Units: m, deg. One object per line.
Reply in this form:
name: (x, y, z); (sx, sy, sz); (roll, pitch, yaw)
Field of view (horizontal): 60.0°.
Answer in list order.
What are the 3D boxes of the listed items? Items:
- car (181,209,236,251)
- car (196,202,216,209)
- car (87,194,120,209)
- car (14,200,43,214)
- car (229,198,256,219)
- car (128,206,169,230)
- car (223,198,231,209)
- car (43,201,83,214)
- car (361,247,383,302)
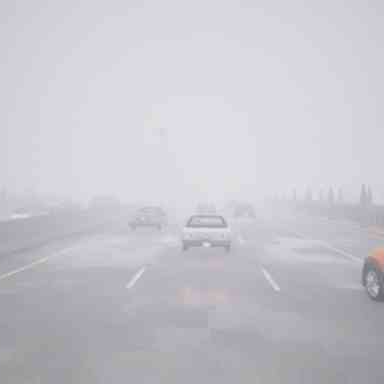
car: (0.618, 1.625, 14.261); (1.895, 1.301, 4.718); (0, 0, 2)
car: (1.389, 1.657, 33.196); (1.895, 1.301, 4.718); (0, 0, 2)
car: (-9.231, 1.216, 35.147); (2.150, 2.045, 5.566); (0, 0, 2)
car: (-16.282, 1.514, 34.054); (1.994, 1.385, 4.181); (0, 0, 2)
car: (4.636, 1.576, 30.187); (1.837, 1.490, 4.892); (0, 0, 4)
car: (-2.612, 1.562, 20.978); (2.033, 1.411, 5.357); (0, 0, 2)
car: (5.131, 1.604, 43.455); (1.837, 1.490, 4.892); (0, 0, 4)
car: (-12.794, 1.572, 33.747); (1.895, 1.301, 4.718); (0, 0, 2)
car: (4.709, 1.388, 5.473); (2.097, 1.767, 4.553); (0, 0, 2)
